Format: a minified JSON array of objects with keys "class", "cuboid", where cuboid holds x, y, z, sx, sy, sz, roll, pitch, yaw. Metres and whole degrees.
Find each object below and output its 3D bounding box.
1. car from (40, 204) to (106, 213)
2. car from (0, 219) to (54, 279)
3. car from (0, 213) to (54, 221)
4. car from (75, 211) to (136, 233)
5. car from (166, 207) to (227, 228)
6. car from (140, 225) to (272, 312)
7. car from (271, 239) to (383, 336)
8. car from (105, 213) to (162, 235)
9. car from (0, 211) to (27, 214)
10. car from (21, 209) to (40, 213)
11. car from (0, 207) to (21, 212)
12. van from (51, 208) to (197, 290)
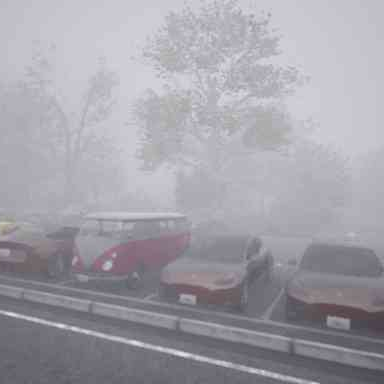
[{"class":"car","cuboid":[-9.319,2.037,27.821,2.435,2.045,5.566,1,-2,24]},{"class":"car","cuboid":[-4.203,1.826,11.298,2.163,1.488,4.792,1,-2,24]},{"class":"car","cuboid":[-6.700,1.768,12.580,1.946,1.575,5.366,1,-2,24]},{"class":"car","cuboid":[-6.771,2.317,26.700,2.097,1.535,5.008,1,-2,24]},{"class":"car","cuboid":[0.748,2.155,23.346,2.435,2.045,5.566,1,-2,24]},{"class":"car","cuboid":[0.896,1.889,8.968,2.163,1.488,4.792,1,-2,24]},{"class":"car","cuboid":[3.458,1.922,7.829,2.163,1.488,4.792,1,-2,24]},{"class":"car","cuboid":[-4.339,2.384,25.621,2.002,1.452,4.674,1,-2,24]},{"class":"car","cuboid":[-9.336,1.731,13.543,2.097,1.535,5.008,1,-2,24]},{"class":"car","cuboid":[-11.847,2.295,28.992,2.163,1.488,4.792,1,-2,24]},{"class":"car","cuboid":[-14.416,2.268,30.069,2.163,1.488,4.792,1,-2,24]},{"class":"van","cuboid":[-1.693,1.597,10.036,1.878,1.987,4.442,1,-2,24]}]
